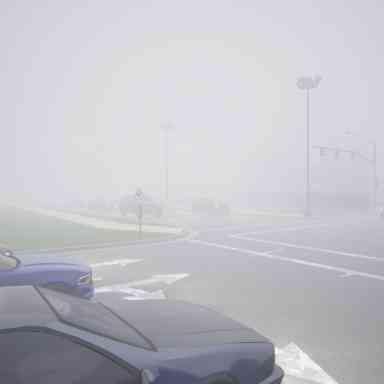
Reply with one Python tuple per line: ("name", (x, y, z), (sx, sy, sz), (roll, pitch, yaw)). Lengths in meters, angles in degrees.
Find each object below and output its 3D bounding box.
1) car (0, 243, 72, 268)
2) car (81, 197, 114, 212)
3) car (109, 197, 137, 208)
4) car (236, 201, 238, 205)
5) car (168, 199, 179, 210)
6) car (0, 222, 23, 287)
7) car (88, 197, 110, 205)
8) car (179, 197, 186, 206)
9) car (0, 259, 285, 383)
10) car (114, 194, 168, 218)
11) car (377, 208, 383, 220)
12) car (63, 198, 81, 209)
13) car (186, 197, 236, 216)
("car", (-4.078, 1.478, 5.157), (5.008, 1.535, 1.882), (0, 0, -35))
("car", (-10.644, 1.492, 38.414), (2.128, 1.511, 4.902), (0, 0, -36))
("car", (-10.405, 1.548, 49.990), (2.033, 1.411, 5.357), (0, 0, -36))
("car", (5.434, 1.564, 54.032), (1.994, 1.385, 4.181), (0, 0, -36))
("car", (-4.203, 1.492, 41.462), (2.128, 1.511, 4.902), (0, 0, -36))
("car", (-6.441, 1.564, 7.772), (4.181, 1.385, 1.994), (0, 0, -35))
("car", (-16.419, 1.547, 58.407), (2.033, 1.411, 5.357), (0, 0, -35))
("car", (-0.891, 1.491, 50.831), (2.128, 1.511, 4.902), (0, 0, -36))
("car", (-1.685, 1.547, 2.560), (5.357, 1.411, 2.033), (0, 0, -35))
("car", (-4.766, 1.221, 30.354), (2.150, 2.045, 5.566), (0, 0, -36))
("car", (17.159, 1.526, 26.102), (1.812, 1.442, 4.674), (0, 0, -36))
("car", (-16.516, 1.564, 46.509), (1.994, 1.385, 4.181), (0, 0, -36))
("car", (1.831, 1.352, 33.193), (2.097, 1.767, 4.553), (0, 0, -36))
